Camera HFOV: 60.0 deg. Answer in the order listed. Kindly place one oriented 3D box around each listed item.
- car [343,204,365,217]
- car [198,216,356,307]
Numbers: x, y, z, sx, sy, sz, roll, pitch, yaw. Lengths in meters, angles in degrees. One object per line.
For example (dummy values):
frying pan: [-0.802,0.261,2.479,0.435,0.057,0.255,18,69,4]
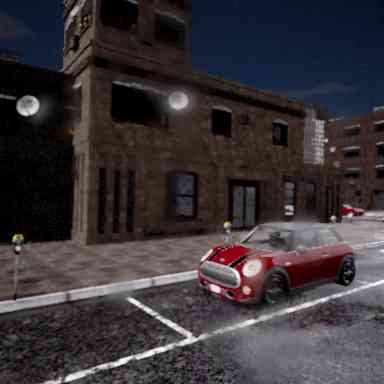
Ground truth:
car: [15.426,1.903,34.284,1.887,1.381,4.507,1,-1,-35]
car: [2.122,1.497,8.053,4.097,1.590,1.967,1,1,-35]
